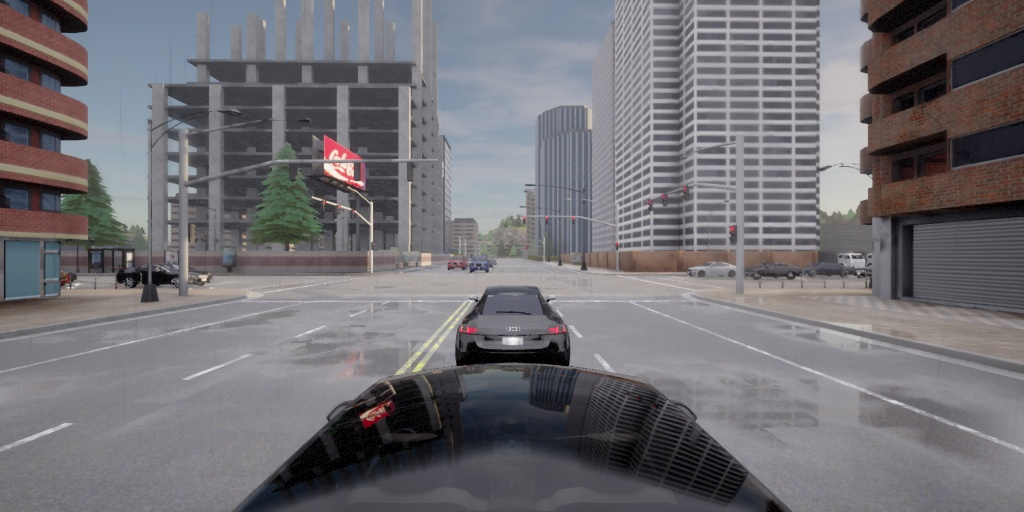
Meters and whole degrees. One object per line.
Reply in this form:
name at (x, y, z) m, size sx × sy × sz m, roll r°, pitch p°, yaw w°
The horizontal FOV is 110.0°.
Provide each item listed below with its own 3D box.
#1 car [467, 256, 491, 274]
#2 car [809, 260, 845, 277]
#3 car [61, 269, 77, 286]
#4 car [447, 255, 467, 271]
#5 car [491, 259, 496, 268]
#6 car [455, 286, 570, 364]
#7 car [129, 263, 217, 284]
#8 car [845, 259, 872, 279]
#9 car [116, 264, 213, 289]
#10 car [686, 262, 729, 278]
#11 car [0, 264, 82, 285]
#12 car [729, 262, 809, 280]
car at (-3.846, 0.971, 42.642) m, size 2.150 × 2.045 × 5.566 m, roll 0°, pitch 0°, yaw -3°
car at (29.662, 1.297, 34.238) m, size 5.357 × 1.411 × 2.033 m, roll 0°, pitch 0°, yaw -1°
car at (-31.119, 1.102, 22.631) m, size 4.553 × 1.767 × 2.097 m, roll 0°, pitch 0°, yaw -1°
car at (-7.560, 0.971, 49.910) m, size 2.150 × 2.045 × 5.566 m, roll 0°, pitch 0°, yaw -1°
car at (-4.140, 1.351, 59.421) m, size 1.895 × 1.301 × 4.718 m, roll 0°, pitch 0°, yaw 0°
car at (0.009, 1.314, 7.674) m, size 1.994 × 1.385 × 4.181 m, roll 0°, pitch 0°, yaw 0°
car at (-24.698, 1.276, 26.246) m, size 4.674 × 1.442 × 1.812 m, roll 0°, pitch 0°, yaw -1°
car at (32.218, 1.241, 30.768) m, size 4.902 × 1.511 × 2.128 m, roll 0°, pitch 0°, yaw -1°
car at (-22.017, 1.241, 22.763) m, size 4.902 × 1.511 × 2.128 m, roll 0°, pitch 0°, yaw -1°
car at (19.080, 1.276, 34.066) m, size 4.674 × 1.442 × 1.812 m, roll 0°, pitch 0°, yaw -1°
car at (-34.601, 1.314, 26.081) m, size 4.181 × 1.385 × 1.994 m, roll 0°, pitch 0°, yaw -1°
car at (21.845, 1.241, 30.627) m, size 4.902 × 1.511 × 2.128 m, roll 0°, pitch 0°, yaw -1°
